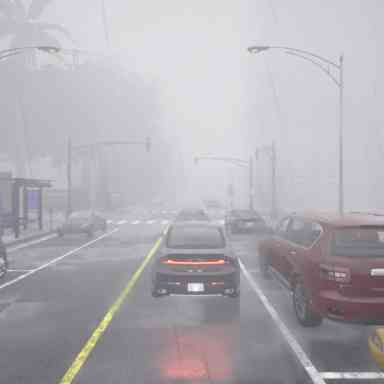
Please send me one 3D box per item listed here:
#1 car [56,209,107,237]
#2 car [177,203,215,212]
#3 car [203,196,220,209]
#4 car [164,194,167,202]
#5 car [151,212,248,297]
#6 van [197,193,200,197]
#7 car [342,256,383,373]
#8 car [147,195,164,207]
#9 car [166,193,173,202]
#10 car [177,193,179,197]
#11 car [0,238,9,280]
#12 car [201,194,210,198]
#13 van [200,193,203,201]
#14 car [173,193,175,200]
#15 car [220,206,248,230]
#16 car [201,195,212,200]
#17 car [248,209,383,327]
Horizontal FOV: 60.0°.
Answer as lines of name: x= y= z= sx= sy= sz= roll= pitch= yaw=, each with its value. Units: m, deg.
car: x=-5.750 y=1.575 z=17.828 sx=1.802 sy=1.307 sz=4.206 roll=0 pitch=0 yaw=0
car: x=0.017 y=1.557 z=18.561 sx=1.994 sy=1.385 sz=4.181 roll=0 pitch=0 yaw=0
car: x=2.798 y=1.541 z=44.239 sx=1.947 sy=1.339 sz=4.313 roll=0 pitch=0 yaw=0
car: x=-5.719 y=1.405 z=55.107 sx=1.967 sy=1.590 sz=4.097 roll=0 pitch=0 yaw=0
car: x=0.083 y=1.502 z=8.533 sx=1.837 sy=1.490 sz=4.892 roll=0 pitch=0 yaw=0
van: x=2.830 y=1.270 z=82.182 sx=1.690 sy=1.788 sz=3.998 roll=0 pitch=0 yaw=0
car: x=2.761 y=1.525 z=1.697 sx=1.752 sy=1.417 sz=4.829 roll=0 pitch=0 yaw=0
car: x=-5.723 y=1.521 z=49.687 sx=2.008 sy=1.369 sz=4.403 roll=0 pitch=0 yaw=0
car: x=-5.704 y=1.386 z=71.368 sx=1.967 sy=1.590 sz=4.097 roll=0 pitch=0 yaw=0
car: x=-5.686 y=1.225 z=93.049 sx=2.192 sy=1.841 sz=5.009 roll=0 pitch=0 yaw=0
car: x=-5.760 y=1.438 z=6.975 sx=1.967 sy=1.590 sz=4.097 roll=0 pitch=0 yaw=0
car: x=2.807 y=1.490 z=55.250 sx=1.752 sy=1.417 sz=4.829 roll=0 pitch=0 yaw=0
van: x=2.811 y=1.300 z=60.500 sx=1.690 sy=1.788 sz=3.998 roll=0 pitch=0 yaw=0
car: x=-5.700 y=1.252 z=76.788 sx=2.192 sy=1.841 sz=5.009 roll=0 pitch=0 yaw=0
car: x=2.775 y=1.559 z=17.803 sx=1.947 sy=1.339 sz=4.313 roll=0 pitch=0 yaw=0
car: x=2.803 y=1.536 z=49.660 sx=1.947 sy=1.339 sz=4.313 roll=0 pitch=0 yaw=0
car: x=2.765 y=1.313 z=6.952 sx=2.192 sy=1.841 sz=5.009 roll=0 pitch=0 yaw=0
